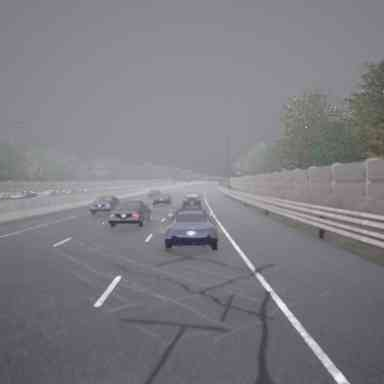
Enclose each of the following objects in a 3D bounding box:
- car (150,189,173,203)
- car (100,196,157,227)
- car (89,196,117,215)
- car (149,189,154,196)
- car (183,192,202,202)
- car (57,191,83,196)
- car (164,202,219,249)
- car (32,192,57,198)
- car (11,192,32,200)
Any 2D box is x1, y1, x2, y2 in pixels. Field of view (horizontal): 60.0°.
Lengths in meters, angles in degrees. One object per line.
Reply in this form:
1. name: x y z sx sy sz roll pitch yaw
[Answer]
1. car: -3.390 0.724 39.185 1.994 1.385 4.181 -1 2 1
2. car: -3.548 1.214 19.770 2.033 1.411 5.357 -1 1 0
3. car: -7.038 1.053 27.940 2.033 1.411 5.357 -1 1 1
4. car: -6.429 0.162 58.630 2.128 1.511 4.902 -1 2 2
5. car: 0.032 0.768 34.184 1.812 1.442 4.674 -1 2 1
6. car: -17.322 0.598 48.670 2.128 1.511 4.902 -1 1 2
7. car: -0.033 1.334 13.391 1.994 1.385 4.181 -1 1 0
8. car: -20.832 0.690 48.390 1.812 1.442 4.674 -1 1 2
9. car: -24.323 0.754 48.675 2.033 1.411 5.357 -1 2 2
